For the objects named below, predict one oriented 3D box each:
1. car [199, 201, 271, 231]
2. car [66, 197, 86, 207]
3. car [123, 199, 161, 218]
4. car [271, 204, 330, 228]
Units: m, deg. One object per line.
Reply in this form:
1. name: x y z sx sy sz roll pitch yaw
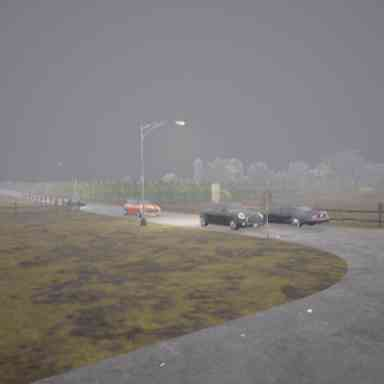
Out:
1. car: 2.476 1.405 21.561 2.097 1.767 4.553 -2 1 -35
2. car: -17.397 1.528 49.853 1.994 1.385 4.181 -2 2 -35
3. car: -4.844 1.462 31.927 2.097 1.767 4.553 -2 1 -35
4. car: 6.175 1.502 21.788 2.033 1.411 5.357 -2 0 -38
